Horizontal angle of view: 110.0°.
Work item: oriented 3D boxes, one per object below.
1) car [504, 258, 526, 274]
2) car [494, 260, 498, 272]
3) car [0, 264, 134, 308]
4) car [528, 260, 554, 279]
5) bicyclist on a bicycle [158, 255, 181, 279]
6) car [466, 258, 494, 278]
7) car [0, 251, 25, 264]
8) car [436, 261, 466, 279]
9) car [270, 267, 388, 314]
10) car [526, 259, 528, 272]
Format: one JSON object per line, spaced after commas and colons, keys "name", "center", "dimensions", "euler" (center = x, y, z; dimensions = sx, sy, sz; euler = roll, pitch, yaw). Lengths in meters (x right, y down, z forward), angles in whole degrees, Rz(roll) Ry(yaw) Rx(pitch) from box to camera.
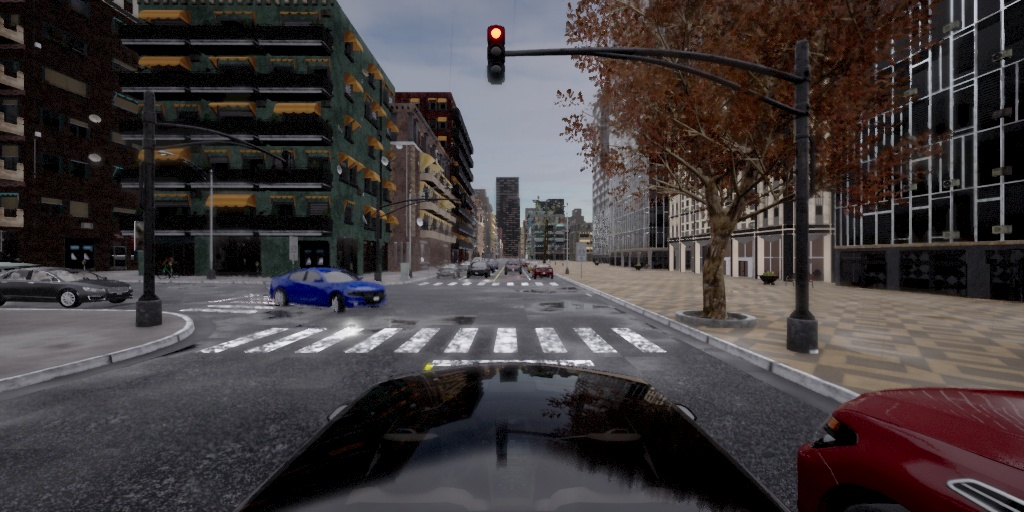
{"name": "car", "center": [0.144, 1.262, 41.233], "dimensions": [2.128, 1.511, 4.902], "euler": [0, 0, 0]}
{"name": "car", "center": [-3.035, 1.374, 43.683], "dimensions": [1.895, 1.301, 4.718], "euler": [0, 0, 0]}
{"name": "car", "center": [-16.422, 1.092, 12.970], "dimensions": [4.403, 1.370, 2.007], "euler": [0, 0, -1]}
{"name": "car", "center": [2.725, 1.307, 32.365], "dimensions": [1.888, 1.381, 4.507], "euler": [0, 0, 0]}
{"name": "bicyclist on a bicycle", "center": [-23.144, 0.761, 24.238], "dimensions": [0.582, 1.620, 1.656], "euler": [1, 0, -1]}
{"name": "car", "center": [-3.059, 1.241, 33.660], "dimensions": [1.882, 1.535, 5.008], "euler": [0, 0, 0]}
{"name": "car", "center": [-23.628, 0.667, 15.496], "dimensions": [5.566, 2.045, 2.150], "euler": [1, 0, -1]}
{"name": "car", "center": [-5.655, 1.313, 32.375], "dimensions": [2.007, 1.370, 4.403], "euler": [0, 0, 0]}
{"name": "car", "center": [-7.010, 1.210, 13.712], "dimensions": [5.008, 1.535, 1.882], "euler": [1, -1, 26]}
{"name": "car", "center": [2.737, 1.298, 43.601], "dimensions": [1.751, 1.417, 4.829], "euler": [0, 0, 0]}
